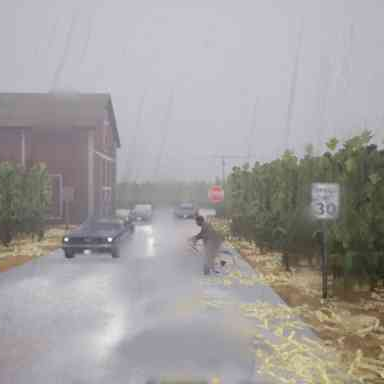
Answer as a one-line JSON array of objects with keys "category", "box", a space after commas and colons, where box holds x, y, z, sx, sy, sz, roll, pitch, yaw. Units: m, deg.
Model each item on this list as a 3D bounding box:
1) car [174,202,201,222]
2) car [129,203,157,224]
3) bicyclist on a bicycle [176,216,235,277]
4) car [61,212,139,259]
[{"category": "car", "box": [-0.347, 1.591, 27.121, 2.128, 1.511, 4.902, 0, 0, 3]}, {"category": "car", "box": [-3.740, 1.628, 25.607, 1.812, 1.442, 4.674, 0, 0, -1]}, {"category": "bicyclist on a bicycle", "box": [0.367, 1.497, 9.163, 1.656, 1.620, 0.582, 0, 0, -2]}, {"category": "car", "box": [-3.493, 1.677, 13.170, 1.895, 1.301, 4.718, 0, 0, -1]}]
